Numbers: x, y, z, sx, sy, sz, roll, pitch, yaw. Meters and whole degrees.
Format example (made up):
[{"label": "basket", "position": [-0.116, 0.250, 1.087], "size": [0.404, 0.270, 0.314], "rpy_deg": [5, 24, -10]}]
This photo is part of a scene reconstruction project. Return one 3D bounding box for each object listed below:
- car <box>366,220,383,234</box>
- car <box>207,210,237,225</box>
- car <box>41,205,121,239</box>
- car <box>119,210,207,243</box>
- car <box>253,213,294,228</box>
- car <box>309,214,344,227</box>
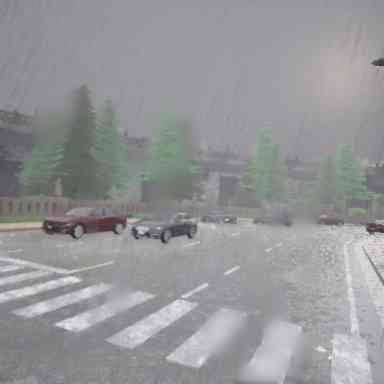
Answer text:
[{"label": "car", "position": [19.966, 3.631, 33.890], "size": [5.008, 1.535, 1.882], "rpy_deg": [5, -2, -27]}, {"label": "car", "position": [2.649, 2.432, 32.252], "size": [1.994, 1.385, 4.181], "rpy_deg": [3, -2, 37]}, {"label": "car", "position": [-5.383, 1.443, 17.314], "size": [1.882, 1.535, 5.008], "rpy_deg": [4, -1, 25]}, {"label": "car", "position": [-1.315, 1.761, 17.800], "size": [2.128, 1.511, 4.902], "rpy_deg": [4, -1, 25]}, {"label": "car", "position": [8.450, 2.872, 33.986], "size": [5.357, 1.411, 2.033], "rpy_deg": [5, -2, -44]}, {"label": "car", "position": [18.072, 3.747, 44.635], "size": [5.008, 1.535, 1.882], "rpy_deg": [5, -1, -22]}]
